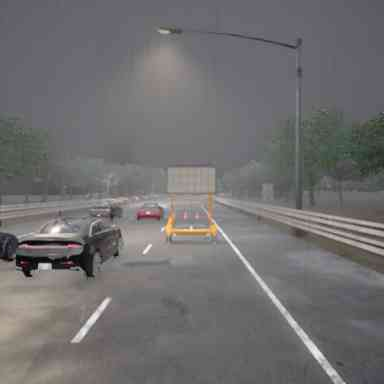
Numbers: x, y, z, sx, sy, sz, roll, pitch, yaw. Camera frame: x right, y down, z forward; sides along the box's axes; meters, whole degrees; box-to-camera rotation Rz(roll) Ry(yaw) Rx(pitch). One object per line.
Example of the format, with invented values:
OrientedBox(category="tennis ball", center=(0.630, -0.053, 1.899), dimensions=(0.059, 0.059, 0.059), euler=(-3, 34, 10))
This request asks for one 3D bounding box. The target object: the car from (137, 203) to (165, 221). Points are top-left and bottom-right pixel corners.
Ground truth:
OrientedBox(category="car", center=(-3.448, 1.623, 28.255), dimensions=(1.994, 1.385, 4.181), euler=(0, 0, 0))

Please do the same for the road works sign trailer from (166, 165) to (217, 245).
OrientedBox(category="road works sign trailer", center=(-0.027, 0.499, 15.852), dimensions=(2.380, 3.560, 2.880), euler=(0, 0, 0))

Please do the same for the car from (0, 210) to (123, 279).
OrientedBox(category="car", center=(-3.418, 1.513, 10.146), dimensions=(2.128, 1.511, 4.902), euler=(0, 0, 0))

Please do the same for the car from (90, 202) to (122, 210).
OrientedBox(category="car", center=(-6.949, 1.548, 27.254), dimensions=(2.128, 1.511, 4.902), euler=(0, 0, 0))
